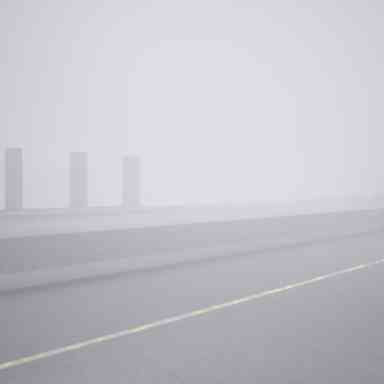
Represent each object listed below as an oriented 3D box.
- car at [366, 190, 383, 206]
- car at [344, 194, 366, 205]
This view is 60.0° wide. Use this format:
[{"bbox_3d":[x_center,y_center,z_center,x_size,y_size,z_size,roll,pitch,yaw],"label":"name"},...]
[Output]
[{"bbox_3d":[26.435,0.801,45.208,5.566,2.045,2.150,0,0,-36],"label":"car"},{"bbox_3d":[23.654,1.079,47.515,4.902,1.511,2.128,-1,0,-36],"label":"car"}]
